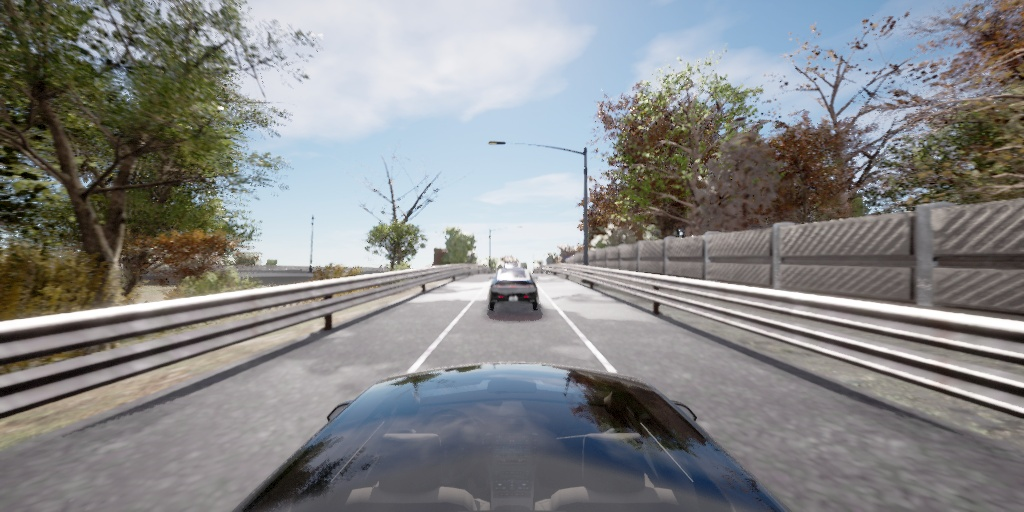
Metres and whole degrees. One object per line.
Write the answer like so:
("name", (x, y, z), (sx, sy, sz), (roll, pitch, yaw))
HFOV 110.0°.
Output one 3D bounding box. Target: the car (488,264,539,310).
("car", (0.065, 1.258, 14.744), (2.128, 1.511, 4.902), (0, 0, 0))
